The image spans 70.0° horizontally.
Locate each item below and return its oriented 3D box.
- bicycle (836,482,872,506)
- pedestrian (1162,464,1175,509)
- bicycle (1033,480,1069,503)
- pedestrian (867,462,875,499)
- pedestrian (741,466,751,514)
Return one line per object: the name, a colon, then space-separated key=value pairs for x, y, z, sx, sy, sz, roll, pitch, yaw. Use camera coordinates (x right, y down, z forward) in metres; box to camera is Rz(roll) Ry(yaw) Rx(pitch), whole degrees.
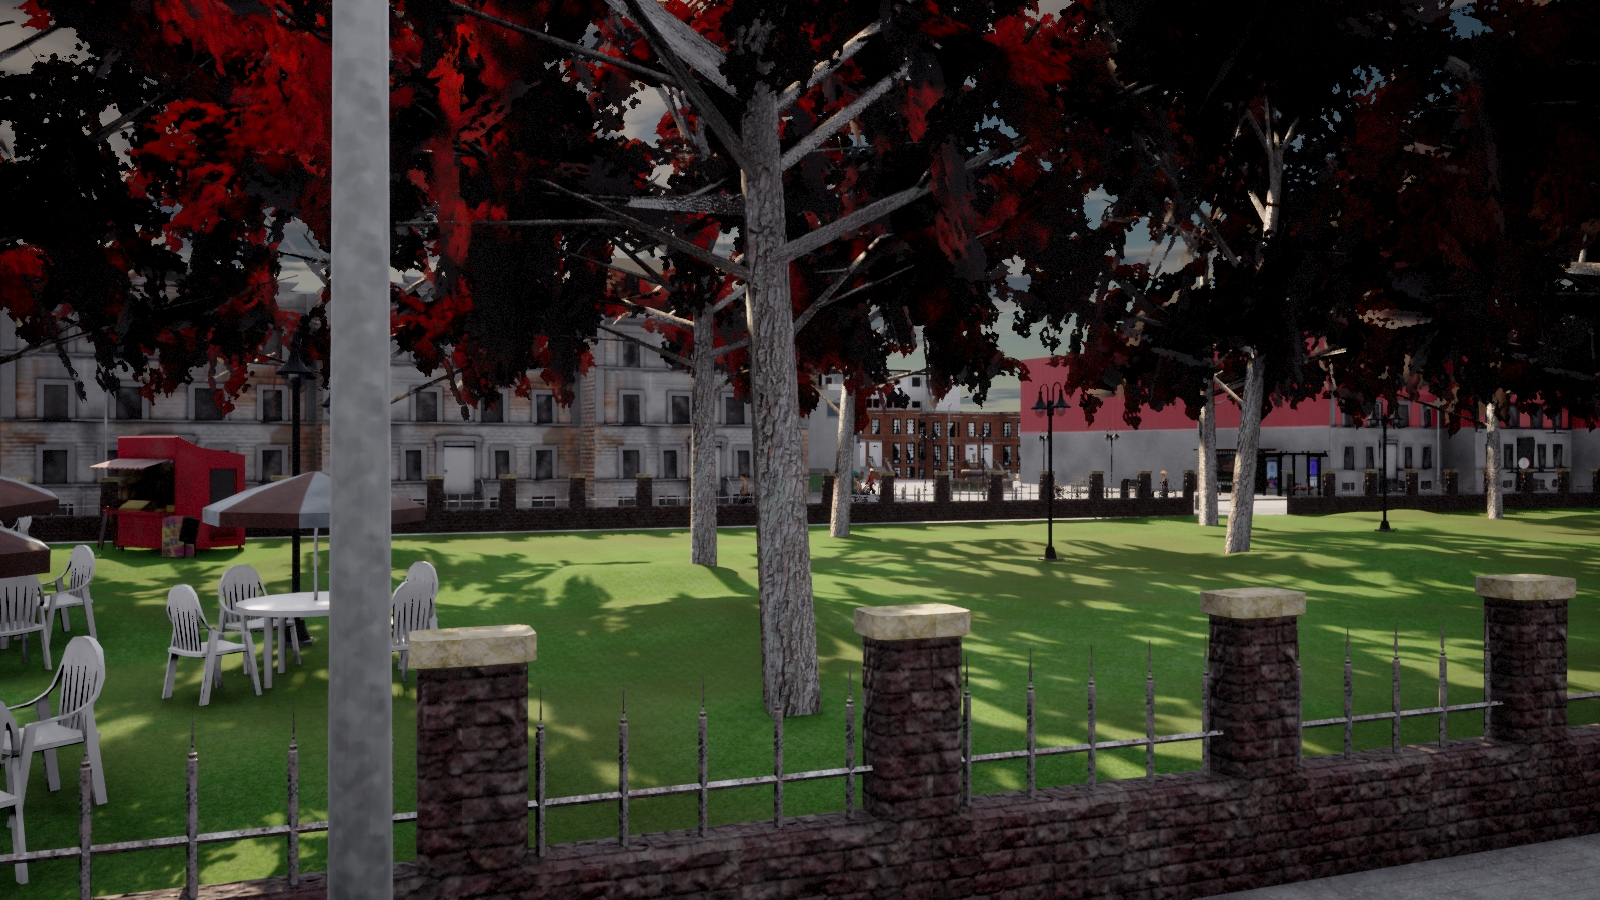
bicycle: x=2.495 y=2.044 z=52.923 sx=1.487 sy=1.080 sz=0.859 roll=0 pitch=0 yaw=-20
pedestrian: x=15.603 y=1.538 z=48.350 sx=0.375 sy=1.860 sz=0.375 roll=0 pitch=0 yaw=-41
bicycle: x=12.423 y=2.048 z=56.562 sx=1.487 sy=1.080 sz=0.859 roll=0 pitch=0 yaw=-20
pedestrian: x=3.548 y=1.534 z=57.362 sx=0.375 sy=1.860 sz=0.375 roll=0 pitch=0 yaw=1
pedestrian: x=-2.061 y=1.528 z=43.769 sx=0.375 sy=1.860 sz=0.375 roll=0 pitch=0 yaw=-2
